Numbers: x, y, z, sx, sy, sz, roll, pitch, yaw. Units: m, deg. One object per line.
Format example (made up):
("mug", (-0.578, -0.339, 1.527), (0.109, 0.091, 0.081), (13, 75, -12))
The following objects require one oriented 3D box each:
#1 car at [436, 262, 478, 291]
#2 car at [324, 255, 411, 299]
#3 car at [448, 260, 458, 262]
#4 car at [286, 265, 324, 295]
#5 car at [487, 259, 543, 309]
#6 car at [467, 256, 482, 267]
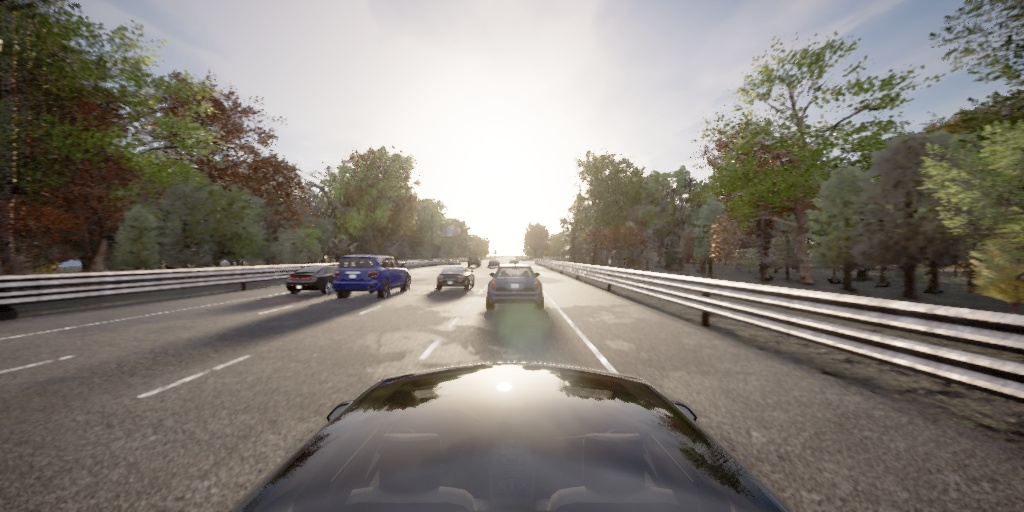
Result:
("car", (-3.367, 1.276, 21.882), (1.812, 1.442, 4.674), (0, 0, 0))
("car", (-6.880, 0.969, 18.177), (2.150, 2.045, 5.566), (0, 0, 0))
("car", (-10.219, 1.358, 62.793), (1.895, 1.301, 4.718), (0, 0, 0))
("car", (-10.374, 1.252, 19.896), (1.837, 1.490, 4.892), (0, 0, 0))
("car", (0.113, 1.102, 15.060), (2.097, 1.767, 4.553), (0, 0, 0))
("car", (-6.713, 0.983, 64.313), (2.150, 2.045, 5.566), (0, 0, 0))
